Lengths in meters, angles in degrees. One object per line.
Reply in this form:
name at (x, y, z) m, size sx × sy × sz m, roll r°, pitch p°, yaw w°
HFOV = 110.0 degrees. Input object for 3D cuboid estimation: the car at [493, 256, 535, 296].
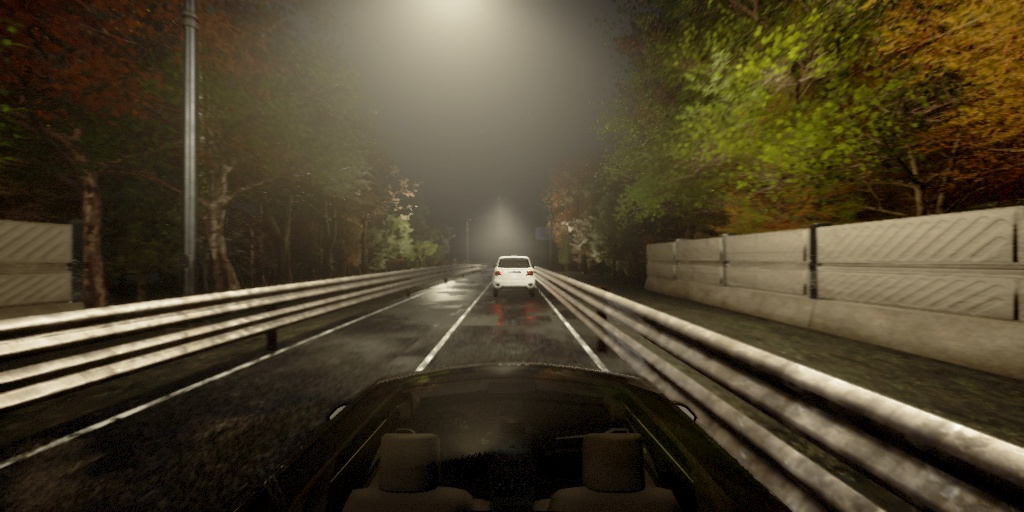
car at (0.104, 1.032, 20.055) m, size 2.150 × 2.045 × 5.566 m, roll 0°, pitch 0°, yaw 0°
